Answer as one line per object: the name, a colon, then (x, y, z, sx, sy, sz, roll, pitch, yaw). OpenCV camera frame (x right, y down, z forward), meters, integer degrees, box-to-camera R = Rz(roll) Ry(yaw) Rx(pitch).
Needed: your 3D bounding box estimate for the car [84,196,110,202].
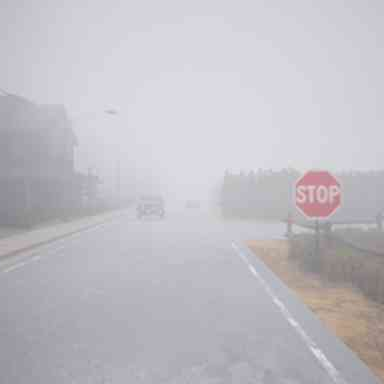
car: (-15.967, 1.410, 55.213, 4.674, 1.442, 1.812, 0, 0, -2)

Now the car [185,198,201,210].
car: (0.068, 1.457, 42.698, 1.812, 1.442, 4.674, 0, 0, 0)

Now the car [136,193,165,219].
car: (-3.530, 1.169, 29.270, 2.150, 2.045, 5.566, 0, 1, -2)
